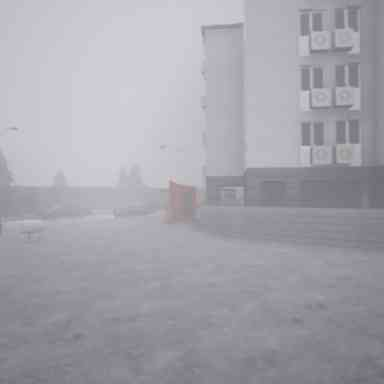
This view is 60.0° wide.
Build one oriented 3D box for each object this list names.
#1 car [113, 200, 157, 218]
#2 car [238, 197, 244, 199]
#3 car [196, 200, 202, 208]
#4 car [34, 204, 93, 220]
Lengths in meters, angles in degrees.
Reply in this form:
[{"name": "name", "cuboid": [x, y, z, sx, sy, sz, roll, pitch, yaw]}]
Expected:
[{"name": "car", "cuboid": [-5.918, 1.810, 33.391, 1.994, 1.385, 4.181, -1, 0, 35]}, {"name": "car", "cuboid": [8.741, 1.598, 53.965, 2.097, 1.767, 4.553, -1, 0, 35]}, {"name": "car", "cuboid": [-0.032, 1.836, 48.848, 2.033, 1.411, 5.357, -1, 0, 36]}, {"name": "car", "cuboid": [-12.152, 1.836, 31.882, 2.033, 1.411, 5.357, -1, 0, 35]}]
